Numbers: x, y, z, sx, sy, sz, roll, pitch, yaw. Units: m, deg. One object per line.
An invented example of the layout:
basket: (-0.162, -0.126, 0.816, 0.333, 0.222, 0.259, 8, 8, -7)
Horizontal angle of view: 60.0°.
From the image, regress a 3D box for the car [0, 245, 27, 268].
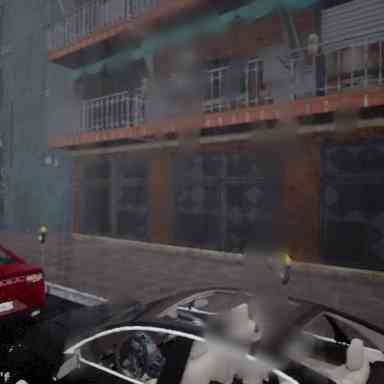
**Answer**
car: (-4.518, 1.516, 6.098, 4.507, 1.381, 1.887, 0, 0, 36)

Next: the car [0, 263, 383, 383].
car: (0.093, 1.545, 2.809, 4.403, 1.369, 2.008, 0, 0, 36)
